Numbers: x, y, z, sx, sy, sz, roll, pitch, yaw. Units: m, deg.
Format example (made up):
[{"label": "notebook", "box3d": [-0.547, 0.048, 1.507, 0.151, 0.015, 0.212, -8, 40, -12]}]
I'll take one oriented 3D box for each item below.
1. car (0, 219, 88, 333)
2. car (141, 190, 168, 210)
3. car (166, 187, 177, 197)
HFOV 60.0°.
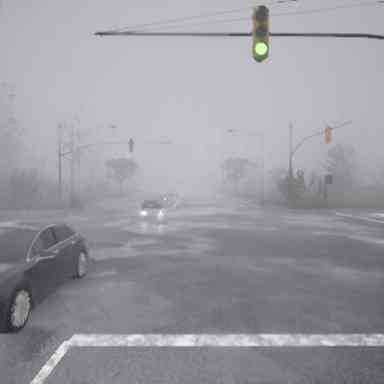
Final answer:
[{"label": "car", "box3d": [-3.511, 1.369, 6.537, 1.837, 1.490, 4.892, 0, 1, 0]}, {"label": "car", "box3d": [-3.556, 0.819, 30.986, 1.812, 1.442, 4.674, 0, 1, 0]}, {"label": "car", "box3d": [-3.609, -0.024, 56.562, 2.097, 1.767, 4.553, 0, 2, 0]}]
